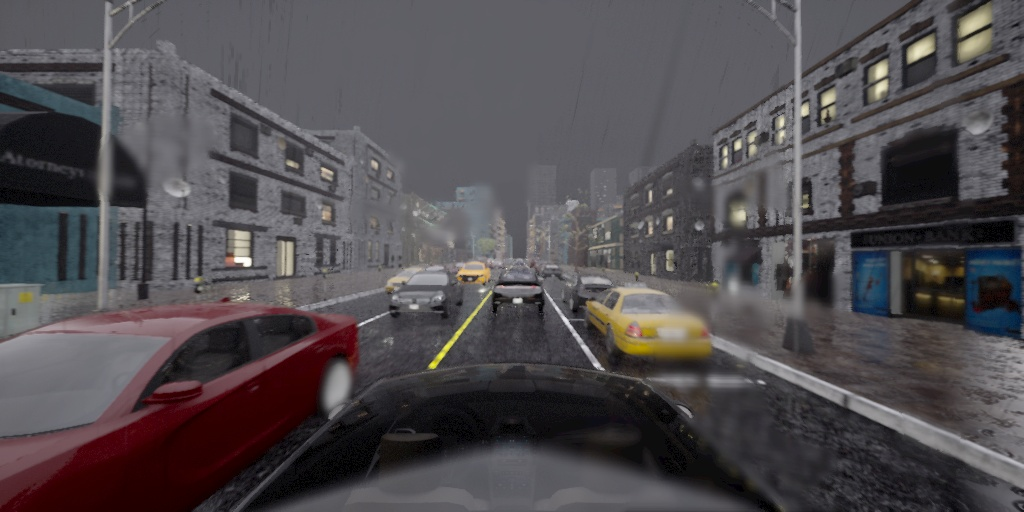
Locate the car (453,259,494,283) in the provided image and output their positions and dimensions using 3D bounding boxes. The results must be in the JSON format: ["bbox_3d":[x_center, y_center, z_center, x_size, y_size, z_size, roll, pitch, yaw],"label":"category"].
[{"bbox_3d":[-2.611,1.211,25.365,1.882,1.535,5.008,0,0,1],"label":"car"}]

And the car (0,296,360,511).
[{"bbox_3d":[-3.105,1.206,3.025,1.882,1.535,5.008,0,0,1],"label":"car"}]

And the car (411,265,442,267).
[{"bbox_3d":[-5.350,1.237,19.390,1.751,1.417,4.829,0,0,1],"label":"car"}]

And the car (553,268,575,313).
[{"bbox_3d":[2.913,1.325,13.848,2.007,1.370,4.403,0,0,1],"label":"car"}]

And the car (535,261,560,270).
[{"bbox_3d":[3.267,1.329,30.444,2.007,1.370,4.403,0,0,1],"label":"car"}]

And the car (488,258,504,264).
[{"bbox_3d":[-1.983,1.310,50.974,1.812,1.442,4.674,0,0,1],"label":"car"}]

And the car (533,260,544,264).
[{"bbox_3d":[3.385,1.363,35.976,1.802,1.307,4.207,0,0,1],"label":"car"}]

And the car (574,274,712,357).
[{"bbox_3d":[2.799,1.299,8.486,1.751,1.417,4.829,0,0,1],"label":"car"}]

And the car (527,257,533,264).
[{"bbox_3d":[3.857,1.104,58.103,2.192,1.841,5.009,0,0,1],"label":"car"}]

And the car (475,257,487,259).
[{"bbox_3d":[-4.761,1.245,47.049,1.751,1.417,4.829,0,0,1],"label":"car"}]

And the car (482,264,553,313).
[{"bbox_3d":[0.241,1.250,14.088,2.128,1.511,4.902,0,0,1],"label":"car"}]

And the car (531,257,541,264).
[{"bbox_3d":[3.503,1.222,41.508,1.967,1.591,4.097,0,0,1],"label":"car"}]

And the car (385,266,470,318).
[{"bbox_3d":[-2.877,1.256,13.012,1.812,1.442,4.674,0,0,1],"label":"car"}]
